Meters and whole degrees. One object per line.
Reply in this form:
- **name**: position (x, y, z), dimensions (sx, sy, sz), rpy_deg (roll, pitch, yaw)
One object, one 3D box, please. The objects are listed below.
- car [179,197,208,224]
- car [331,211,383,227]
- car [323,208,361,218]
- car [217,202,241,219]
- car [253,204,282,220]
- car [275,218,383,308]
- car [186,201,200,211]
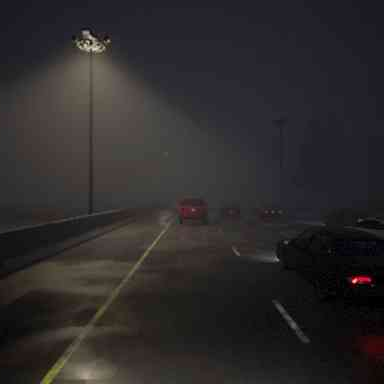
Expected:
- **car**: position (0.100, 1.454, 27.345), dimensions (2.150, 2.045, 5.566), rpy_deg (0, 0, 0)
- **car**: position (7.100, 1.629, 12.169), dimensions (1.812, 1.442, 4.674), rpy_deg (0, 0, 0)
- **car**: position (10.598, 1.758, 22.856), dimensions (1.994, 1.385, 4.181), rpy_deg (0, -1, 0)
- **car**: position (3.599, 1.756, 32.806), dimensions (1.882, 1.535, 5.008), rpy_deg (0, 0, 0)
- **car**: position (7.098, 1.816, 31.644), dimensions (2.033, 1.411, 5.357), rpy_deg (0, 0, 0)
- **car**: position (3.598, 1.619, 8.325), dimensions (2.033, 1.411, 5.357), rpy_deg (0, 0, 0)
- **car**: position (0.101, 2.001, 47.275), dimensions (1.895, 1.301, 4.718), rpy_deg (0, 0, 0)
